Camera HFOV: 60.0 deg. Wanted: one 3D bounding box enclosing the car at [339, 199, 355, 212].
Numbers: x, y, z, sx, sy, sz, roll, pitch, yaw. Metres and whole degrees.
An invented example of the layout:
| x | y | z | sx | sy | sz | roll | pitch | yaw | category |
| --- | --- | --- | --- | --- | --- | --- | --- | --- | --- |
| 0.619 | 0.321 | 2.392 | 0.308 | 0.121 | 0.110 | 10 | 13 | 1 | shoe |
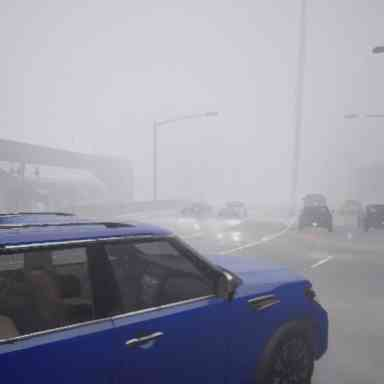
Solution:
| x | y | z | sx | sy | sz | roll | pitch | yaw | category |
| --- | --- | --- | --- | --- | --- | --- | --- | --- | --- |
| 16.441 | 1.478 | 34.587 | 1.882 | 1.535 | 5.008 | 0 | 0 | 20 | car |

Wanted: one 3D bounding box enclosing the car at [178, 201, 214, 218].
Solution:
| x | y | z | sx | sy | sz | roll | pitch | yaw | category |
| --- | --- | --- | --- | --- | --- | --- | --- | --- | --- |
| 0.478 | 1.601 | 31.635 | 1.895 | 1.301 | 4.718 | 0 | 0 | 20 | car |

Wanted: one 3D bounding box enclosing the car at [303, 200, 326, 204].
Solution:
| x | y | z | sx | sy | sz | roll | pitch | yaw | category |
| --- | --- | --- | --- | --- | --- | --- | --- | --- | --- |
| 7.739 | 1.507 | 20.783 | 1.837 | 1.490 | 4.892 | 0 | 1 | 22 | car |

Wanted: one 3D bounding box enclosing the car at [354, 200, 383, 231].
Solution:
| x | y | z | sx | sy | sz | roll | pitch | yaw | category |
| --- | --- | --- | --- | --- | --- | --- | --- | --- | --- |
| 11.234 | 1.477 | 20.122 | 1.882 | 1.535 | 5.008 | 0 | 0 | 21 | car |

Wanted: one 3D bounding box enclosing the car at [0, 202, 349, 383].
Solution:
| x | y | z | sx | sy | sz | roll | pitch | yaw | category |
| --- | --- | --- | --- | --- | --- | --- | --- | --- | --- |
| -1.045 | 1.224 | 3.072 | 5.566 | 2.045 | 2.150 | 0 | 0 | -37 | car |

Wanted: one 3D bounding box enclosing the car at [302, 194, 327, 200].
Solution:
| x | y | z | sx | sy | sz | roll | pitch | yaw | category |
| --- | --- | --- | --- | --- | --- | --- | --- | --- | --- |
| 12.619 | 1.225 | 34.292 | 2.150 | 2.045 | 5.566 | 0 | 0 | 20 | car |

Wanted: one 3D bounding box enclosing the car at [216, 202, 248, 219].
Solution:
| x | y | z | sx | sy | sz | roll | pitch | yaw | category |
| --- | --- | --- | --- | --- | --- | --- | --- | --- | --- |
| 3.767 | 1.601 | 30.438 | 1.895 | 1.301 | 4.718 | 0 | 0 | 20 | car |
